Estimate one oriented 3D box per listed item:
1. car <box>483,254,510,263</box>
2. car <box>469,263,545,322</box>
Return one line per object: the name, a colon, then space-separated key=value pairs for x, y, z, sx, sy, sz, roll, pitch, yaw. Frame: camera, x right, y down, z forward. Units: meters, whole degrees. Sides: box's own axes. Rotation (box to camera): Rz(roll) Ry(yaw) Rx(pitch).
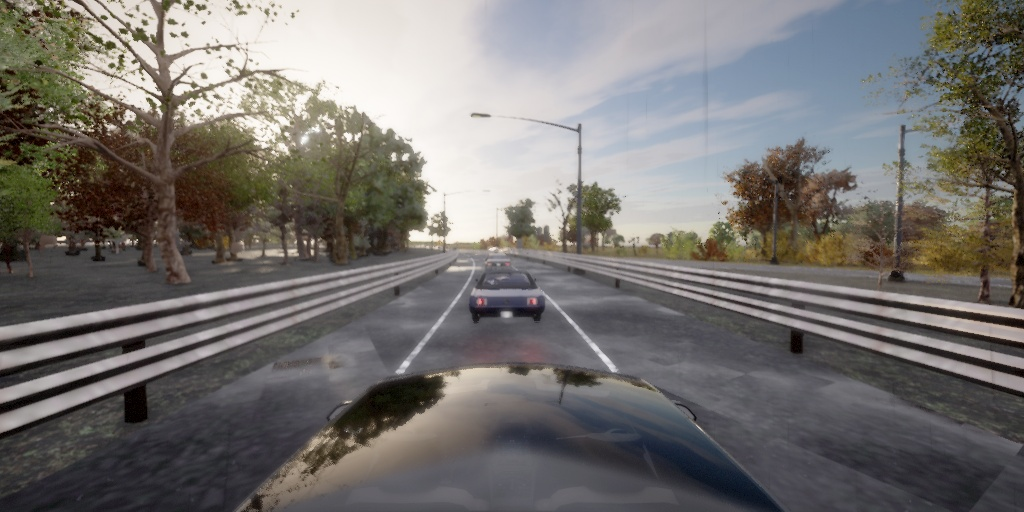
car: x=-1.057 y=0.528 z=25.827 sx=2.033 sy=1.411 sz=5.357 roll=0 pitch=2 yaw=-4
car: x=-0.186 y=1.060 z=10.882 sx=1.895 sy=1.301 sz=4.718 roll=0 pitch=2 yaw=-2
